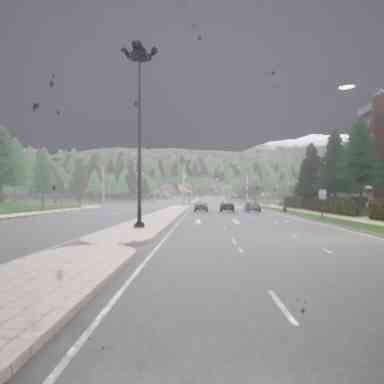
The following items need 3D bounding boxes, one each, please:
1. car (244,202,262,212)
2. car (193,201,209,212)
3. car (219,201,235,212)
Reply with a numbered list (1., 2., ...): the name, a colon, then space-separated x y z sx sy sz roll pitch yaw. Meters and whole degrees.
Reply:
1. car: 8.217 2.002 45.234 2.033 1.411 5.357 0 -1 2
2. car: 1.211 1.976 45.129 1.812 1.442 4.674 0 -1 2
3. car: 4.719 1.932 45.344 1.882 1.535 5.008 0 -1 2
